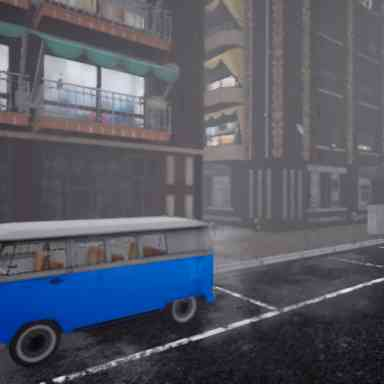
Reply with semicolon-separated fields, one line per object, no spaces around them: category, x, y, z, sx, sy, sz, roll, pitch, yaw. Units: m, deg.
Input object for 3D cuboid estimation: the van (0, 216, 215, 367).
van;-1.488;1.344;5.491;3.998;1.788;1.690;0;0;-35
